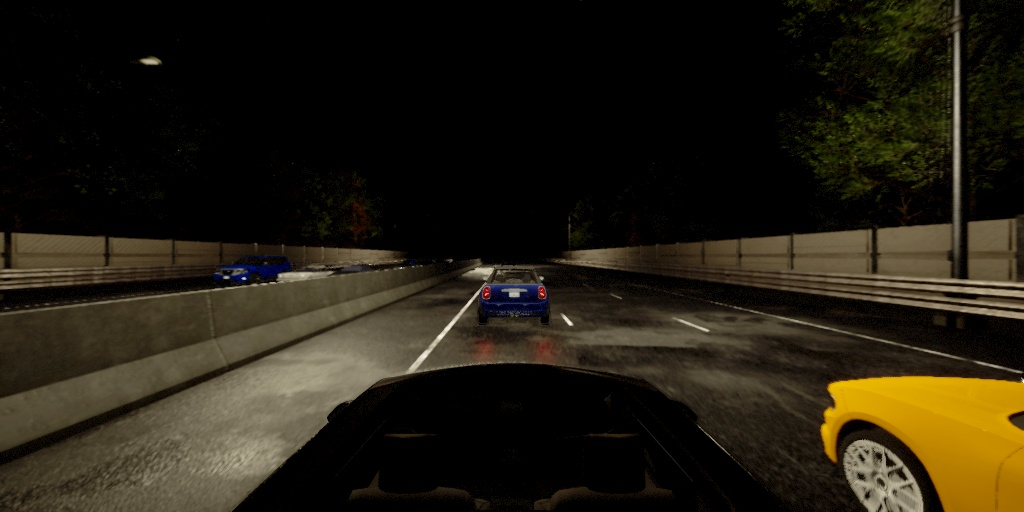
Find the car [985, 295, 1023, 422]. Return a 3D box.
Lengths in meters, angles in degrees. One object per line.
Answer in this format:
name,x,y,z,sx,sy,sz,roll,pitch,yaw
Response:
car,7.092,1.254,2.236,1.837,1.490,4.892,0,0,0

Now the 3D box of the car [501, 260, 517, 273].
car,-0.444,1.269,44.265,1.837,1.490,4.892,0,0,-1

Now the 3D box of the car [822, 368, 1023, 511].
car,3.594,1.227,0.994,1.882,1.535,5.008,0,0,0

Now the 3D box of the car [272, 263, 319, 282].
car,-14.279,1.357,25.315,1.895,1.301,4.718,0,0,-1

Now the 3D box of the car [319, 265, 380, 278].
car,-10.771,1.304,24.839,2.033,1.411,5.357,0,0,-1

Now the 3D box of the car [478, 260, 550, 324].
car,0.052,1.105,12.194,2.097,1.767,4.553,0,0,0

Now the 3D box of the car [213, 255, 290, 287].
car,-17.774,0.978,25.021,2.150,2.045,5.566,0,0,-1
